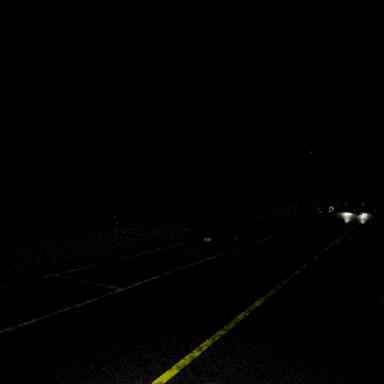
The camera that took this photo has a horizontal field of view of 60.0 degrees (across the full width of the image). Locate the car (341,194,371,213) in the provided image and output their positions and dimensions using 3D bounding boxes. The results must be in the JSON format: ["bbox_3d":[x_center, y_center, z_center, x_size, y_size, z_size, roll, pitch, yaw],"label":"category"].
[{"bbox_3d":[18.481,1.353,37.354,2.097,1.767,4.553,0,0,32],"label":"car"}]

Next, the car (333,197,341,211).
[{"bbox_3d":[16.327,1.442,38.865,1.967,1.590,4.097,0,0,32],"label":"car"}]

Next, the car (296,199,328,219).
[{"bbox_3d":[10.513,1.583,29.468,1.802,1.307,4.206,0,0,32],"label":"car"}]

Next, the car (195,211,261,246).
[{"bbox_3d":[1.793,1.566,15.372,1.947,1.339,4.313,0,0,32],"label":"car"}]

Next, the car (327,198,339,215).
[{"bbox_3d":[13.420,1.567,34.167,1.947,1.339,4.313,0,0,32],"label":"car"}]
